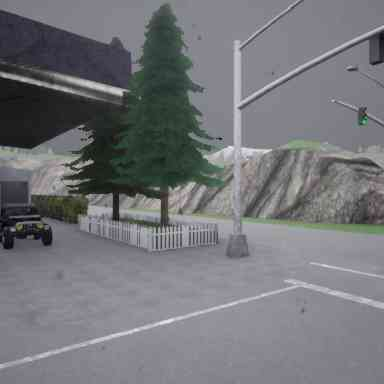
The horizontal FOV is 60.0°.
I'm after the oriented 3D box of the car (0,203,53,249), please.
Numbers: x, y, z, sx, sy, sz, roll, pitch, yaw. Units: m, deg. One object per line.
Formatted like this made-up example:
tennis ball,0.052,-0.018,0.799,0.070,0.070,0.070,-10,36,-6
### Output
car,-8.041,1.505,15.808,1.905,1.878,3.866,0,0,-37
